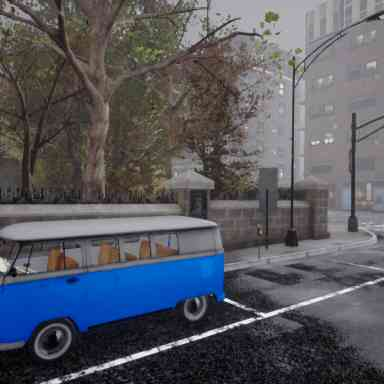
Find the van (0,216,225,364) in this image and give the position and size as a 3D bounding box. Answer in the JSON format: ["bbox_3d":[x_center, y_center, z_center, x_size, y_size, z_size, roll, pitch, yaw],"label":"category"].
[{"bbox_3d":[-1.302,1.342,5.563,3.998,1.788,1.690,0,1,-35],"label":"van"}]
